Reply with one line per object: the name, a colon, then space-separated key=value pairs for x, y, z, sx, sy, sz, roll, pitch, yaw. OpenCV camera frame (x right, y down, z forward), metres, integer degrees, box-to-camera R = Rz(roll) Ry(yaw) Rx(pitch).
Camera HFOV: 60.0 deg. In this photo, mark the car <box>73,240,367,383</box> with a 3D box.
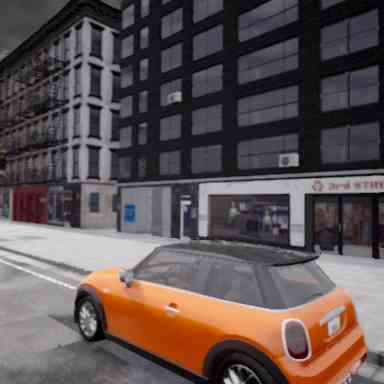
car: x=0.036 y=1.545 z=5.170 sx=4.553 sy=1.767 sz=2.097 roll=-1 pitch=-3 yaw=43
